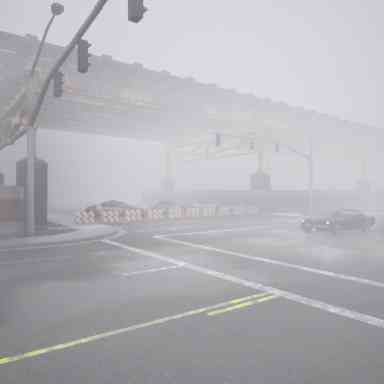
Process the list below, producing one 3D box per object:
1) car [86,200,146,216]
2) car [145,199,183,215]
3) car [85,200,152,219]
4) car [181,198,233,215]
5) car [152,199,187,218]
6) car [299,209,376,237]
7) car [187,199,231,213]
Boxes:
[{"bbox_3d":[-6.239,1.295,27.619,4.536,1.218,1.853,0,0,8],"label":"car"},{"bbox_3d":[-2.424,1.295,30.343,1.853,1.218,4.536,0,0,18],"label":"car"},{"bbox_3d":[-6.188,1.453,27.612,4.974,1.542,2.038,0,0,8],"label":"car"},{"bbox_3d":[1.475,1.453,34.049,4.974,1.542,2.038,0,0,-7],"label":"car"},{"bbox_3d":[-2.440,1.453,30.293,2.038,1.542,4.974,0,0,18],"label":"car"},{"bbox_3d":[8.049,1.601,18.310,4.718,1.301,1.895,0,0,-35],"label":"car"},{"bbox_3d":[1.423,1.295,34.042,4.536,1.218,1.853,0,0,-7],"label":"car"}]
